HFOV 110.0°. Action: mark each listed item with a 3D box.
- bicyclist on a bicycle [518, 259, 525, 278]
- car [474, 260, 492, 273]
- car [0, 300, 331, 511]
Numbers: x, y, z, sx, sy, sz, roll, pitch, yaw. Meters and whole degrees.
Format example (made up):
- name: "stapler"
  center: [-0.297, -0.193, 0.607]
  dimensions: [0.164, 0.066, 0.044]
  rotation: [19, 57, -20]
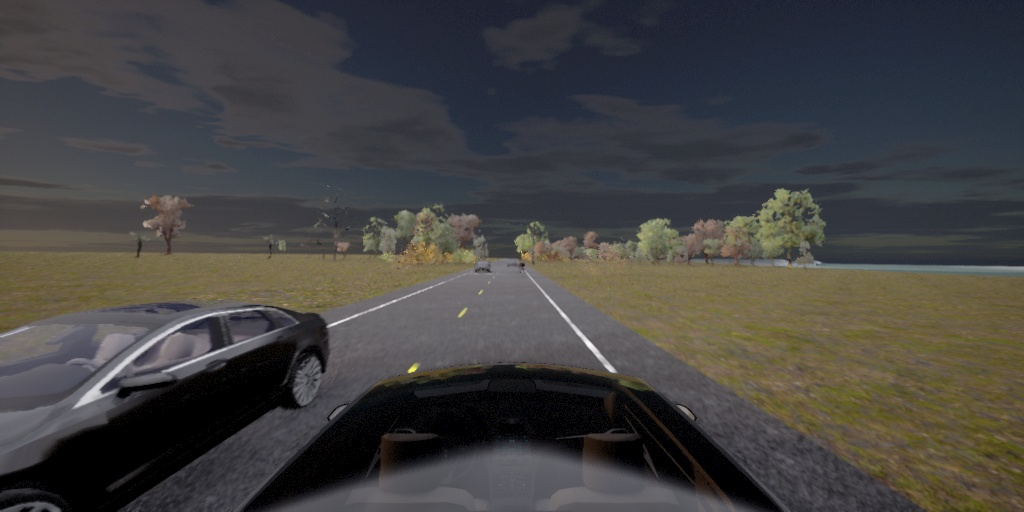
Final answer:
- name: "bicyclist on a bicycle"
  center: [0.968, 1.160, 33.780]
  dimensions: [0.659, 1.776, 1.843]
  rotation: [0, 0, 0]
- name: "car"
  center: [-3.558, 1.307, 44.435]
  dimensions: [1.837, 1.490, 4.892]
  rotation: [0, 0, 0]
- name: "car"
  center: [-3.599, 1.244, 3.351]
  dimensions: [2.128, 1.511, 4.902]
  rotation: [0, 0, 0]
